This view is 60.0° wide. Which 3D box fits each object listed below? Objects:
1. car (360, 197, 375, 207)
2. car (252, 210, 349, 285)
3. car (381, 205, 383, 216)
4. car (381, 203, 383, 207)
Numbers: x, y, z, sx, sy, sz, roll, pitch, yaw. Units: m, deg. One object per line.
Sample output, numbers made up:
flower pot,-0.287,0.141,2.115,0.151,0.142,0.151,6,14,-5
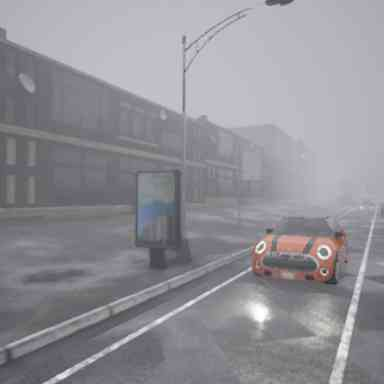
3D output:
car,30.728,1.741,58.249,1.837,1.490,4.892,-1,-1,30
car,3.441,1.471,10.078,2.097,1.767,4.553,-1,-1,30
car,12.658,1.707,20.113,1.812,1.442,4.674,-1,0,30
car,21.261,1.560,35.285,2.097,1.767,4.553,-1,0,30
